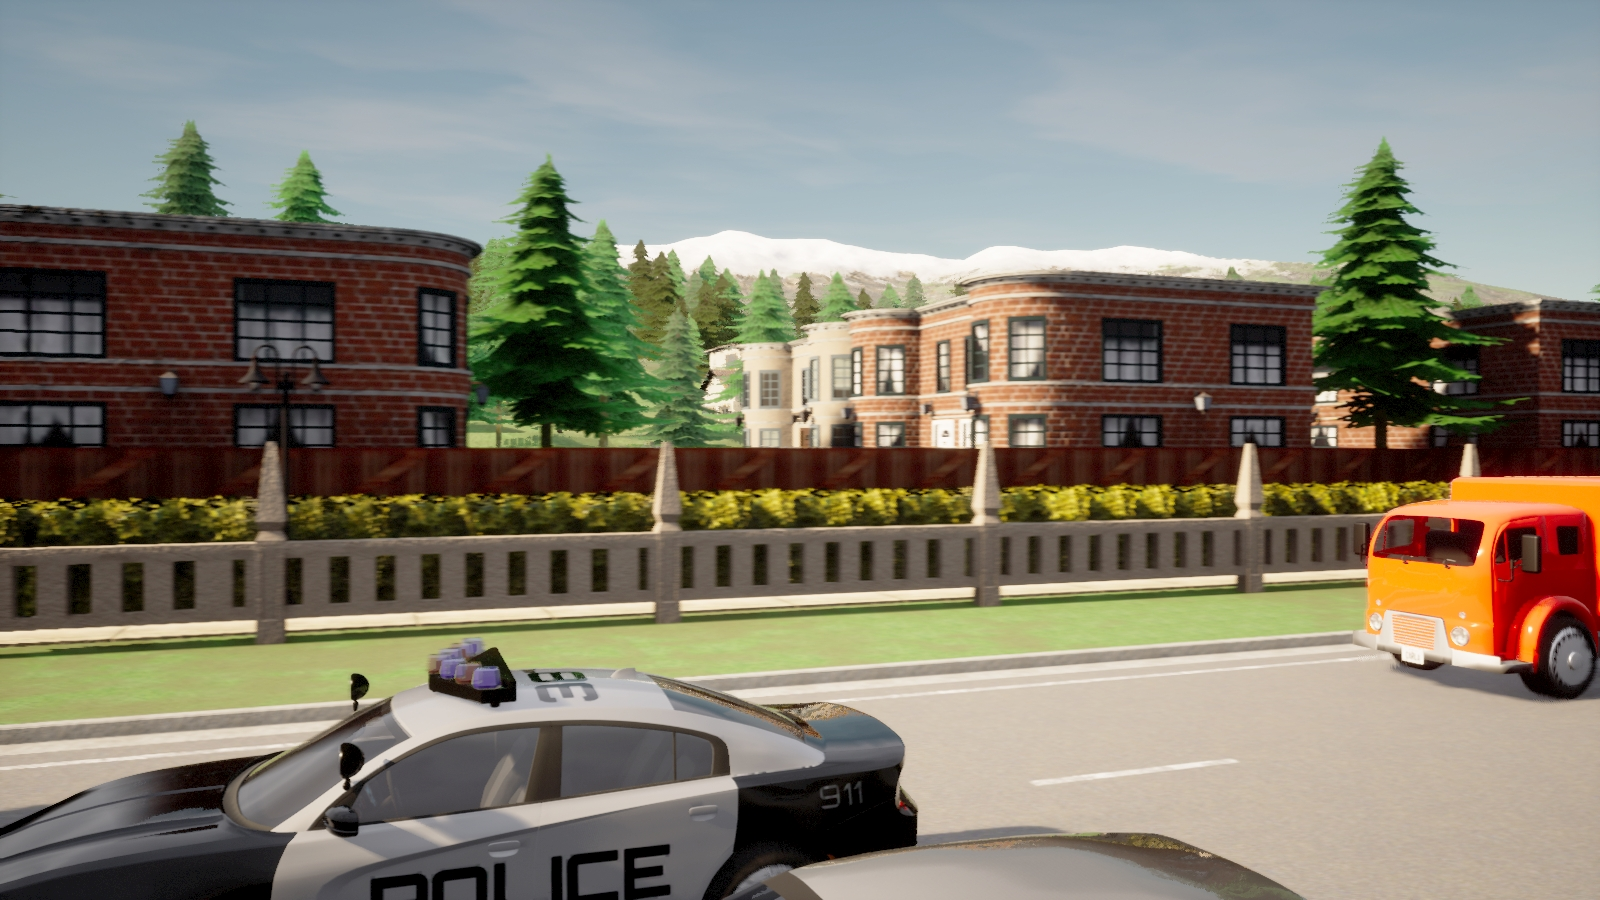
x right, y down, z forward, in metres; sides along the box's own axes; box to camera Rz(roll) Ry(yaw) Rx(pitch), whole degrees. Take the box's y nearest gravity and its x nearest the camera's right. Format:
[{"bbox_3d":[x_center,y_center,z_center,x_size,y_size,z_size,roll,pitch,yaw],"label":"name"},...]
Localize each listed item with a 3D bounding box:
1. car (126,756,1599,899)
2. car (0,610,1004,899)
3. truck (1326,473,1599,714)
[{"bbox_3d":[0.236,2.065,3.388,4.193,1.474,1.816,0,0,-20],"label":"car"},{"bbox_3d":[-1.692,1.982,6.407,5.238,1.638,2.097,0,0,-20],"label":"car"},{"bbox_3d":[9.604,1.568,14.244,5.204,2.467,2.627,0,0,-20],"label":"truck"}]
